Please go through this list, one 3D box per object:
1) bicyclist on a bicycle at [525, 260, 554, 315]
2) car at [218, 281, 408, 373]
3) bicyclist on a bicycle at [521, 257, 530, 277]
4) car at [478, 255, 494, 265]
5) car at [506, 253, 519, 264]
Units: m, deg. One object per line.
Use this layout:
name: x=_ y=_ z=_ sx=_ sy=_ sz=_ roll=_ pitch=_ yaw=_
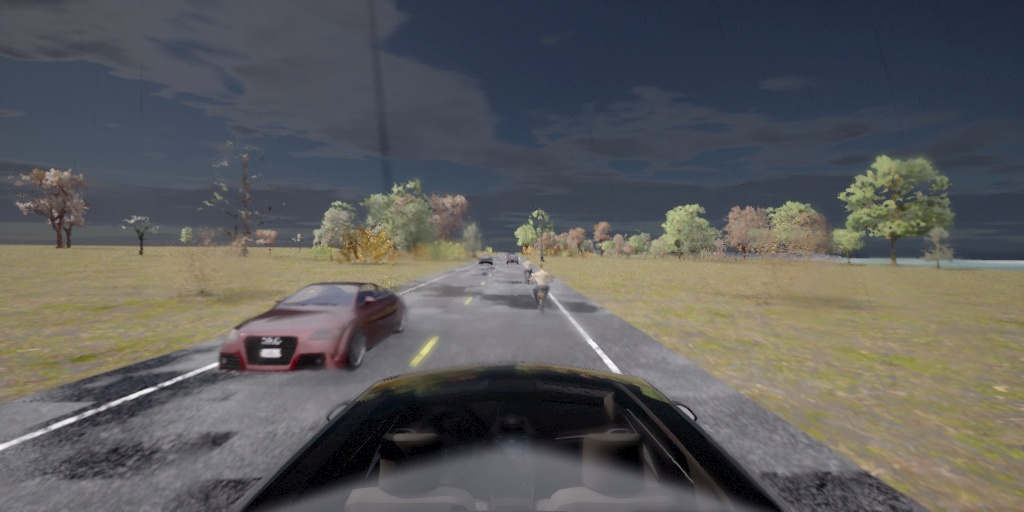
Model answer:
bicyclist on a bicycle: x=0.958 y=1.033 z=11.630 sx=0.866 sy=1.612 sz=1.509 roll=0 pitch=1 yaw=0
car: x=-3.598 y=1.226 z=7.340 sx=1.994 sy=1.385 sz=4.181 roll=0 pitch=1 yaw=0
bicyclist on a bicycle: x=0.964 y=0.880 z=21.536 sx=0.866 sy=1.612 sz=1.509 roll=0 pitch=1 yaw=0
car: x=-3.559 y=0.546 z=50.142 sx=2.033 sy=1.411 sz=5.357 roll=0 pitch=1 yaw=1
car: x=0.086 y=0.467 z=55.252 sx=2.033 sy=1.411 sz=5.357 roll=0 pitch=1 yaw=0
